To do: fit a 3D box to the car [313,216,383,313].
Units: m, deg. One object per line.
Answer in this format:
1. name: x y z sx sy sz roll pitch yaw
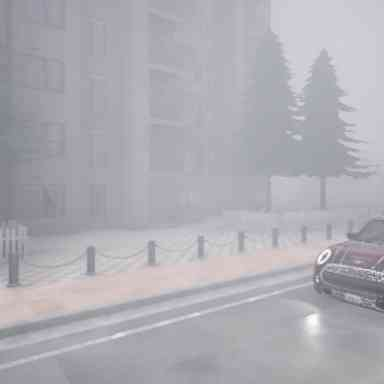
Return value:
1. car: 4.715 1.324 7.357 4.553 1.767 2.097 0 0 -36
